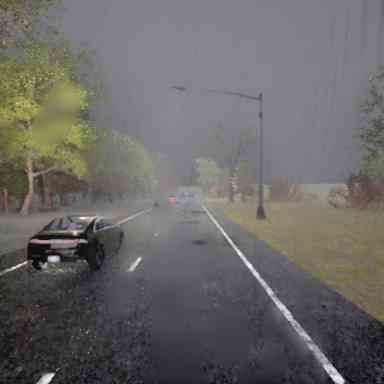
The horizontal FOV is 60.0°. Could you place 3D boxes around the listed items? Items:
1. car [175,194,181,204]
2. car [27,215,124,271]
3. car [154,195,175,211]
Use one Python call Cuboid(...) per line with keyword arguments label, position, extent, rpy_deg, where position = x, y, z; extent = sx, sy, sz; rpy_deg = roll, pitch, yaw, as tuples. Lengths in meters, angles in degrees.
Cuboid(label="car", position=(-3.557, 1.273, 61.613), extent=(2.097, 1.767, 4.553), rpy_deg=(0, 0, 0))
Cuboid(label="car", position=(-3.509, 1.486, 10.860), extent=(2.128, 1.511, 4.902), rpy_deg=(0, 0, 0))
Cuboid(label="car", position=(-3.537, 1.450, 40.661), extent=(2.128, 1.511, 4.902), rpy_deg=(0, 0, 0))
